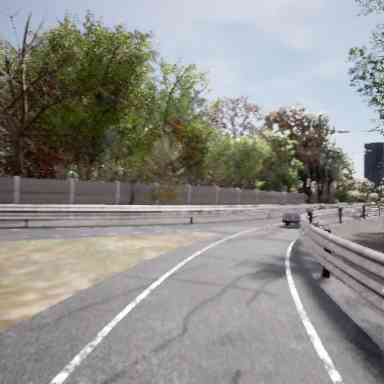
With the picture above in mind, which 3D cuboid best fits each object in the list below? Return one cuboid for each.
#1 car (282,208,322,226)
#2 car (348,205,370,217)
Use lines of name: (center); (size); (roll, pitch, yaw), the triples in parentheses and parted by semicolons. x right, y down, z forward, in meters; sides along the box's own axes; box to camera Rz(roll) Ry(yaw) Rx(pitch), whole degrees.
car: (8.893, 1.990, 26.696); (2.033, 1.411, 5.357); (1, -1, 35)
car: (21.747, 2.430, 43.455); (1.812, 1.442, 4.674); (1, 0, 38)
